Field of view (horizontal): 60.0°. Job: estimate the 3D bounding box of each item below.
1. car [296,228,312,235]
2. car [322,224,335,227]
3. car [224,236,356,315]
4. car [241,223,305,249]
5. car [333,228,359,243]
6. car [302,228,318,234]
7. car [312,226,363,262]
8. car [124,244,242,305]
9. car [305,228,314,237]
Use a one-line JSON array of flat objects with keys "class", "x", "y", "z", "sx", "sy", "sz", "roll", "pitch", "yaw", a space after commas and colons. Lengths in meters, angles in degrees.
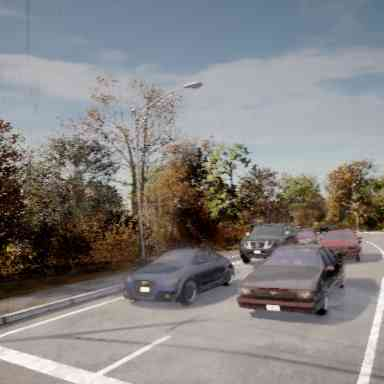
[{"class": "car", "x": 27.077, "y": 9.653, "z": 80.625, "sx": 1.812, "sy": 1.442, "sz": 4.674, "roll": -4, "pitch": -7, "yaw": -4}, {"class": "car", "x": 30.642, "y": 8.377, "z": 75.016, "sx": 2.150, "sy": 2.045, "sz": 5.566, "roll": -4, "pitch": -7, "yaw": -1}, {"class": "car", "x": 3.100, "y": 2.222, "z": 9.386, "sx": 2.033, "sy": 1.411, "sz": 5.357, "roll": -6, "pitch": -6, "yaw": 31}, {"class": "car", "x": 4.522, "y": 2.803, "z": 18.761, "sx": 2.150, "sy": 2.045, "sz": 5.566, "roll": -6, "pitch": -7, "yaw": 29}, {"class": "car", "x": 16.515, "y": 4.664, "z": 35.901, "sx": 2.033, "sy": 1.411, "sz": 5.357, "roll": -6, "pitch": -8, "yaw": 21}, {"class": "car", "x": 30.277, "y": 10.022, "z": 85.572, "sx": 1.812, "sy": 1.442, "sz": 4.674, "roll": -4, "pitch": -7, "yaw": -6}, {"class": "car", "x": 8.019, "y": 2.794, "z": 17.848, "sx": 1.882, "sy": 1.535, "sz": 5.008, "roll": -6, "pitch": -7, "yaw": 28}, {"class": "car", "x": -0.233, "y": 2.545, "z": 10.677, "sx": 1.994, "sy": 1.385, "sz": 4.181, "roll": -6, "pitch": -6, "yaw": 31}, {"class": "car", "x": 10.754, "y": 4.333, "z": 31.099, "sx": 1.812, "sy": 1.442, "sz": 4.674, "roll": -6, "pitch": -7, "yaw": 22}]
